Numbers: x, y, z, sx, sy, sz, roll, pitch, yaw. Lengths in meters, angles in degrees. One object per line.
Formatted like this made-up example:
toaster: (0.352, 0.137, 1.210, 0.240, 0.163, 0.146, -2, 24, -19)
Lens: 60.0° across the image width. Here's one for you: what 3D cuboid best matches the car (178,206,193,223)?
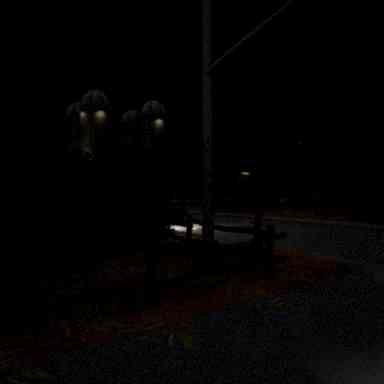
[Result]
car: (-1.826, 1.433, 23.630, 1.812, 1.442, 4.674, -1, 0, -36)
